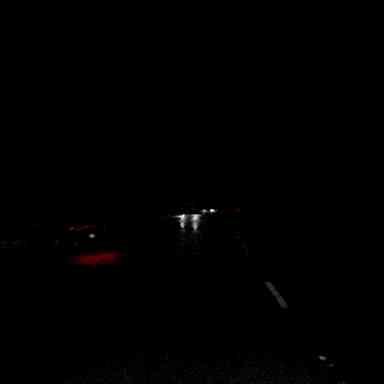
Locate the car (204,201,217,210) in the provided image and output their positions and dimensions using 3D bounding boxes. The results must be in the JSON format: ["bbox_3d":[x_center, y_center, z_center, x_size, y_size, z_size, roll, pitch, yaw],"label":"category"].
[{"bbox_3d":[3.067,2.241,56.130,2.033,1.411,5.357,0,-1,13],"label":"car"}]

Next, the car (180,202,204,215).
[{"bbox_3d":[-0.120,1.947,40.247,1.812,1.442,4.674,0,-1,10],"label":"car"}]

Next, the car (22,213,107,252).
[{"bbox_3d":[-5.790,1.706,14.792,5.008,1.535,1.882,-4,-4,42],"label":"car"}]

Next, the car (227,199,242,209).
[{"bbox_3d":[7.802,2.141,60.733,2.097,1.767,4.553,0,-1,15],"label":"car"}]
